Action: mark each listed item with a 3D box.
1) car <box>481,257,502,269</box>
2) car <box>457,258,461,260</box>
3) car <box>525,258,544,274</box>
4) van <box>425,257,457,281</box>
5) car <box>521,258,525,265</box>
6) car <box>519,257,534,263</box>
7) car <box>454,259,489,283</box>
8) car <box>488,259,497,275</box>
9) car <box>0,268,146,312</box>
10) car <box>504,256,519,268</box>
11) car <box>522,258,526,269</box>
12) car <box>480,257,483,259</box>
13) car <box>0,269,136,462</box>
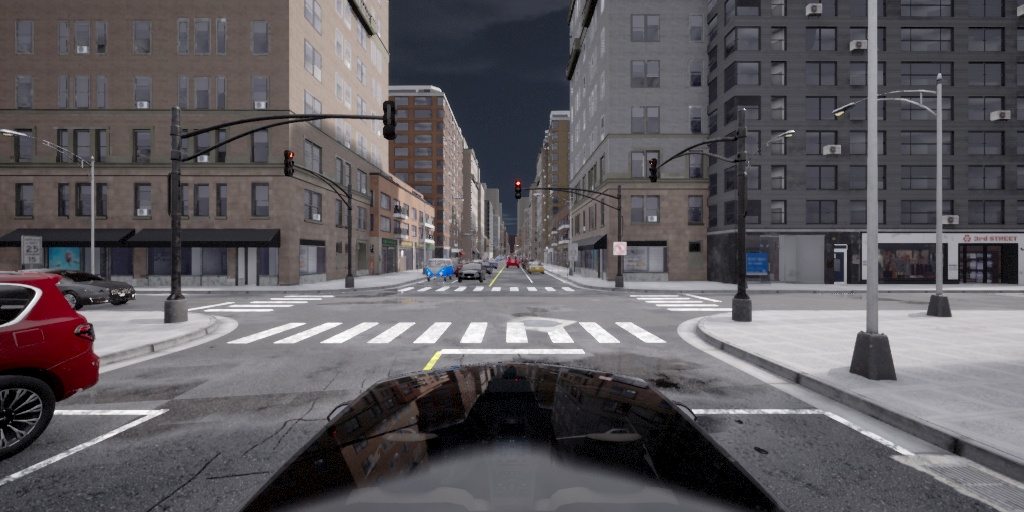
[{"bbox_3d":[-3.041,1.291,53.434,2.033,1.411,5.357,0,0,0],"label":"car"},{"bbox_3d":[-5.830,1.062,34.665,2.192,1.841,5.009,0,0,0],"label":"car"},{"bbox_3d":[2.701,1.272,40.447,1.751,1.417,4.829,0,0,0],"label":"car"},{"bbox_3d":[-5.834,1.088,29.069,1.690,1.789,3.998,0,0,0],"label":"van"},{"bbox_3d":[2.711,1.310,51.466,1.948,1.339,4.313,0,0,0],"label":"car"},{"bbox_3d":[2.716,1.058,57.060,2.192,1.841,5.009,0,0,0],"label":"car"},{"bbox_3d":[-3.077,1.253,28.191,1.837,1.490,4.892,0,0,0],"label":"car"},{"bbox_3d":[-3.071,1.294,38.499,2.033,1.411,5.357,0,0,0],"label":"car"},{"bbox_3d":[-17.565,1.265,13.846,4.892,1.490,1.837,0,0,-2],"label":"car"},{"bbox_3d":[0.150,0.964,60.954,2.150,2.045,5.566,0,0,0],"label":"car"},{"bbox_3d":[2.706,1.296,45.872,2.007,1.370,4.403,0,0,0],"label":"car"},{"bbox_3d":[-5.810,1.268,56.879,1.751,1.417,4.829,0,0,0],"label":"car"},{"bbox_3d":[-5.858,1.065,2.122,2.192,1.841,5.009,0,0,0],"label":"car"}]
